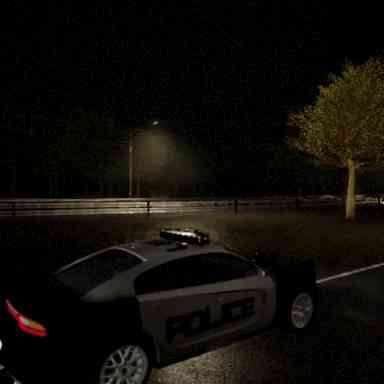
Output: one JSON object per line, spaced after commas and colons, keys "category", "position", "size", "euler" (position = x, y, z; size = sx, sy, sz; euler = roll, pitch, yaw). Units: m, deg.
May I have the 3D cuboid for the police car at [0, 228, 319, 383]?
{"category": "police car", "position": [0.005, 1.416, 5.165], "size": [5.238, 1.638, 1.930], "euler": [0, 0, -36]}
